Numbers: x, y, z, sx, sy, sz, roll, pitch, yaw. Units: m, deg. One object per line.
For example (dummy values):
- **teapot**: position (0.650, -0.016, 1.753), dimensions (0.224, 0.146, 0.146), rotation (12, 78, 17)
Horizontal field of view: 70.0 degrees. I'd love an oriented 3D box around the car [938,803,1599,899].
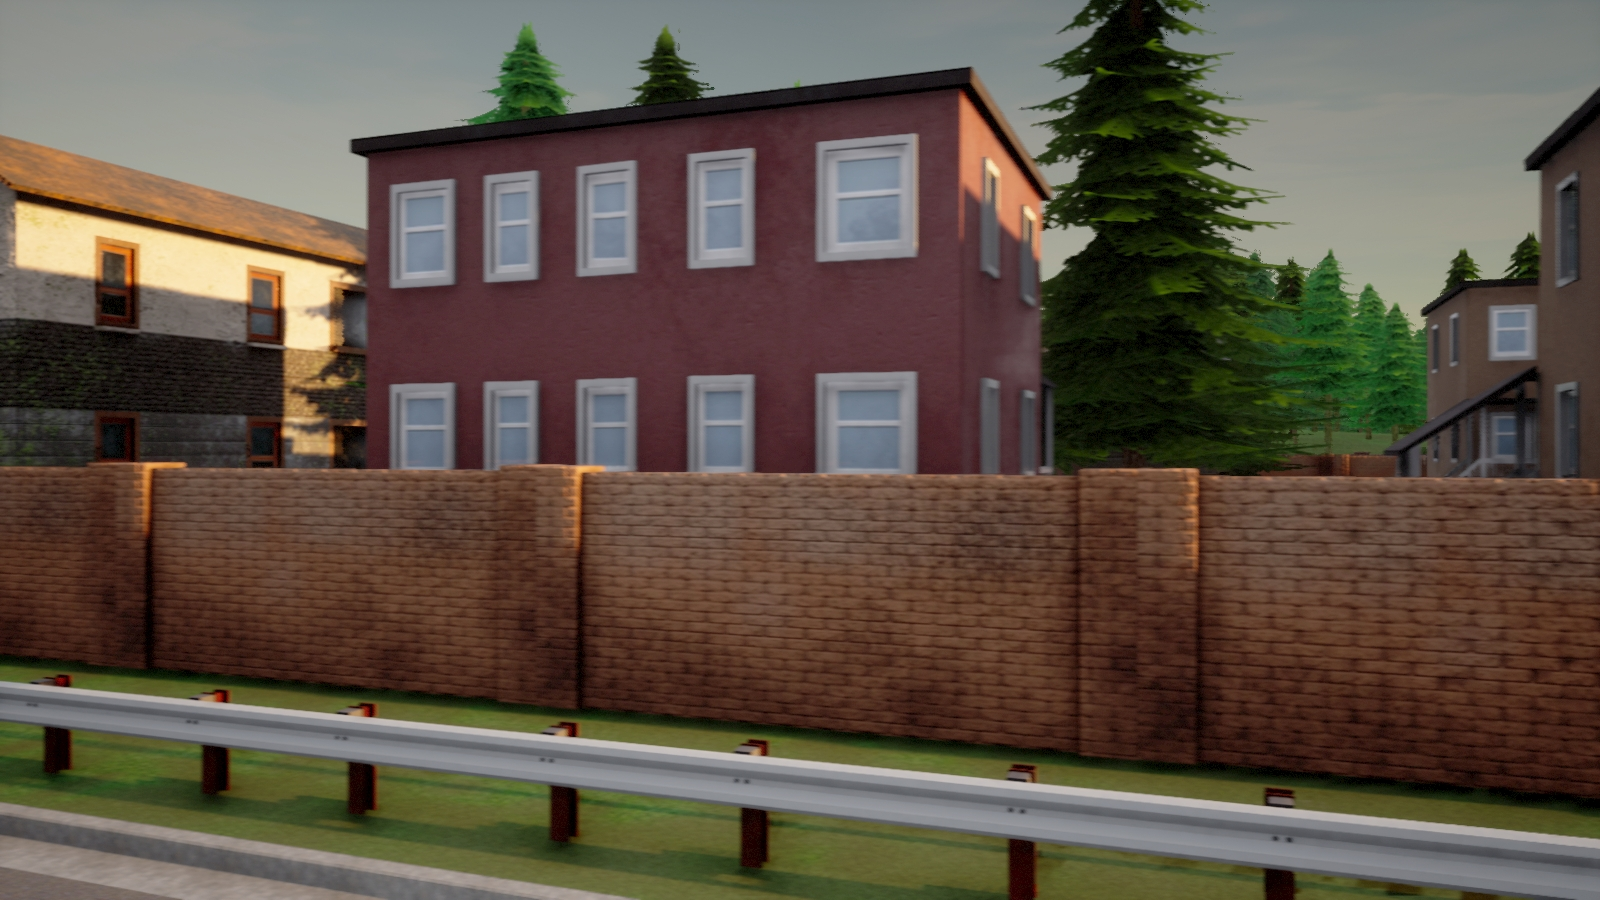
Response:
- **car**: position (2.489, 2.040, 2.405), dimensions (4.514, 1.525, 2.007), rotation (0, 0, 20)
